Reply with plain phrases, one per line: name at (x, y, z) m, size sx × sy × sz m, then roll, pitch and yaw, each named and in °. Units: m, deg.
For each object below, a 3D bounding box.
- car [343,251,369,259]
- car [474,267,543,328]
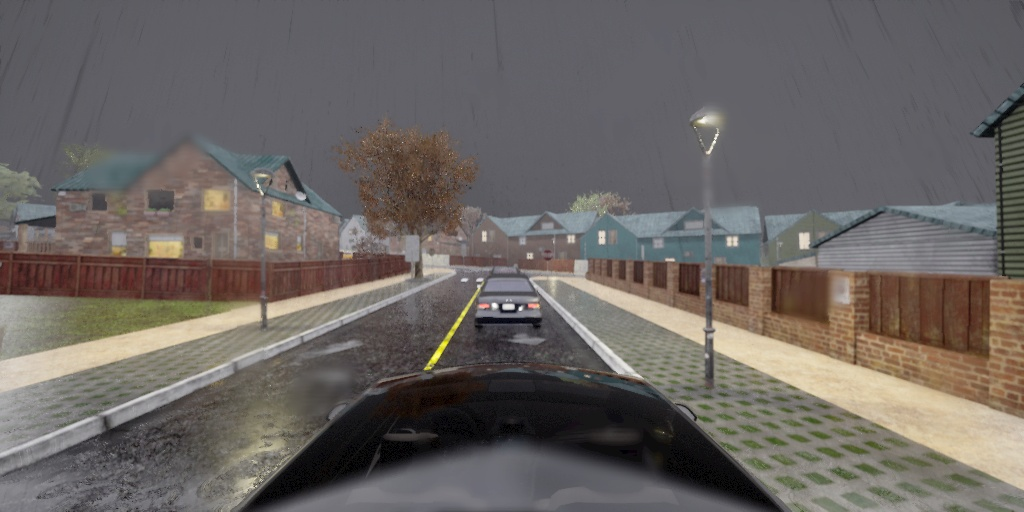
car at (-21.794, 0.142, 49.381) m, size 5.008 × 1.535 × 1.882 m, roll 3°, pitch 0°, yaw 31°
car at (-0.140, 1.240, 11.055) m, size 2.033 × 1.411 × 5.357 m, roll 0°, pitch 0°, yaw -1°
